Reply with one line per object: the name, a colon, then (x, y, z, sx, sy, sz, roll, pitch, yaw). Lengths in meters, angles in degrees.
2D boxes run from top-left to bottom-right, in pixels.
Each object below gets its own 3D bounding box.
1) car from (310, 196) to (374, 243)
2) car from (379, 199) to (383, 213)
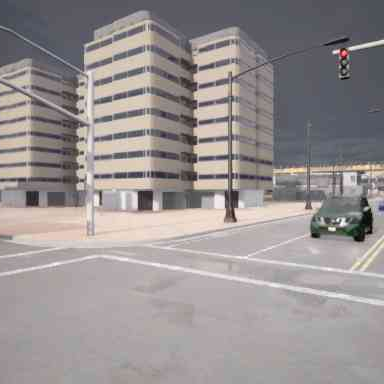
car: (7.686, 1.250, 16.752, 2.150, 2.045, 5.566, 0, 0, 35)
car: (22.206, 1.478, 37.278, 1.882, 1.535, 5.008, 0, 0, 35)
